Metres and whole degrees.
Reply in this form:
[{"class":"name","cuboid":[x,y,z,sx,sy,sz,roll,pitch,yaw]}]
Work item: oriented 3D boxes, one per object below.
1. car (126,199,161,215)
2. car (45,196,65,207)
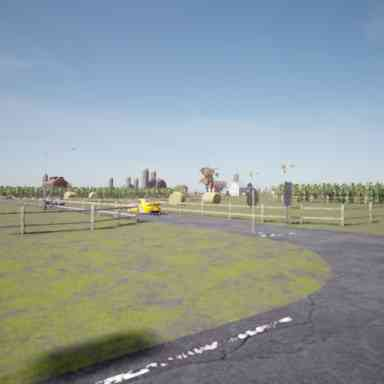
[{"class":"car","cuboid":[-5.109,1.475,34.614,1.882,1.535,5.008,1,-1,-38]},{"class":"car","cuboid":[-20.194,1.409,48.760,2.128,1.511,4.902,1,-1,-40]}]
